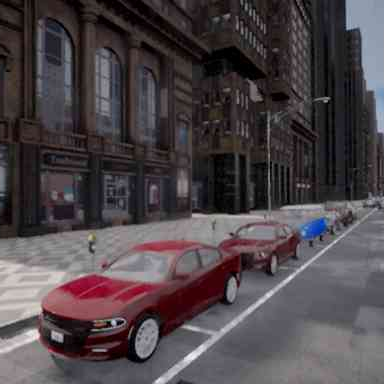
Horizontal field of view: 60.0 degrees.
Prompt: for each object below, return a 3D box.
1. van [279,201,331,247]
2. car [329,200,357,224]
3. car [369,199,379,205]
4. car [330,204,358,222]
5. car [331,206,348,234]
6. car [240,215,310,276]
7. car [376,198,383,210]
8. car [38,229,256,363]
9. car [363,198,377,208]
[{"bbox_3d":[5.235,1.517,15.815,1.690,1.788,3.998,-1,-1,31],"label":"van"},{"bbox_3d":[11.038,1.583,25.437,2.192,1.841,5.009,-1,-1,31],"label":"car"},{"bbox_3d":[42.953,2.371,78.356,1.947,1.339,4.313,-1,-1,31],"label":"car"},{"bbox_3d":[13.853,1.839,30.100,1.752,1.417,4.829,-1,-1,31],"label":"car"},{"bbox_3d":[8.138,1.773,20.623,2.008,1.369,4.403,-1,-1,31],"label":"car"},{"bbox_3d":[2.335,1.674,11.001,1.887,1.381,4.507,-1,-1,31],"label":"car"},{"bbox_3d":[29.353,2.027,50.454,1.812,1.442,4.674,-1,-1,31],"label":"car"},{"bbox_3d":[-0.566,1.628,6.190,1.887,1.381,4.507,-1,-1,31],"label":"car"},{"bbox_3d":[31.348,2.188,59.111,1.802,1.307,4.206,-1,-1,31],"label":"car"}]
